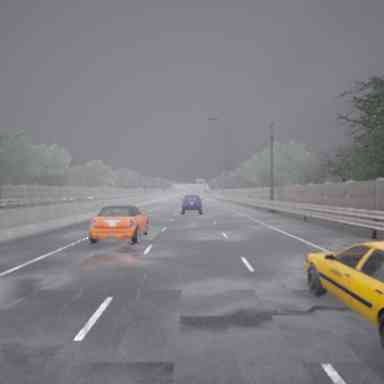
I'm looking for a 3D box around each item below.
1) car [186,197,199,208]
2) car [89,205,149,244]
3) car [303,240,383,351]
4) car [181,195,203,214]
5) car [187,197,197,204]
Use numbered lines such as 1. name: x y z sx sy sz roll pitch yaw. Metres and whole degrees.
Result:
1. car: 0.088 1.652 52.754 1.882 1.535 5.008 0 0 0
2. car: -3.404 1.405 16.323 2.097 1.767 4.553 0 0 0
3. car: 3.499 1.474 5.692 1.801 1.575 5.366 0 0 0
4. car: -0.009 1.348 36.839 2.150 2.045 5.566 0 0 0
5. car: -0.017 1.763 73.148 2.033 1.411 5.357 0 0 0
